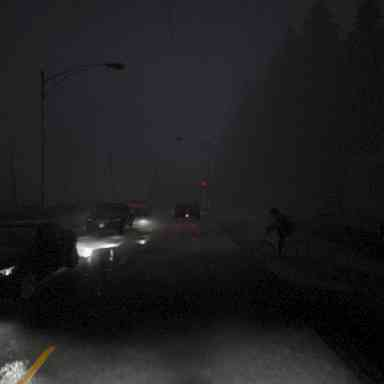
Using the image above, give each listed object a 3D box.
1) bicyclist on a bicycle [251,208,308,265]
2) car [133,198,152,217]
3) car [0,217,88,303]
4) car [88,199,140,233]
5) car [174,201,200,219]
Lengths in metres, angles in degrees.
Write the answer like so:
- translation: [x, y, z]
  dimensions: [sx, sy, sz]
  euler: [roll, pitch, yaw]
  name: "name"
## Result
- translation: [2.510, 1.275, 9.513]
  dimensions: [1.656, 1.620, 0.582]
  euler: [0, 0, -1]
  name: "bicyclist on a bicycle"
- translation: [-4.632, 1.263, 28.878]
  dimensions: [1.882, 1.535, 5.008]
  euler: [0, 0, -1]
  name: "car"
- translation: [-4.219, 1.465, 8.184]
  dimensions: [1.812, 1.442, 4.674]
  euler: [0, 0, -2]
  name: "car"
- translation: [-4.447, 1.353, 18.626]
  dimensions: [2.128, 1.511, 4.902]
  euler: [0, 0, -1]
  name: "car"
- translation: [-0.408, 1.402, 26.441]
  dimensions: [1.895, 1.301, 4.718]
  euler: [0, 0, -1]
  name: "car"
